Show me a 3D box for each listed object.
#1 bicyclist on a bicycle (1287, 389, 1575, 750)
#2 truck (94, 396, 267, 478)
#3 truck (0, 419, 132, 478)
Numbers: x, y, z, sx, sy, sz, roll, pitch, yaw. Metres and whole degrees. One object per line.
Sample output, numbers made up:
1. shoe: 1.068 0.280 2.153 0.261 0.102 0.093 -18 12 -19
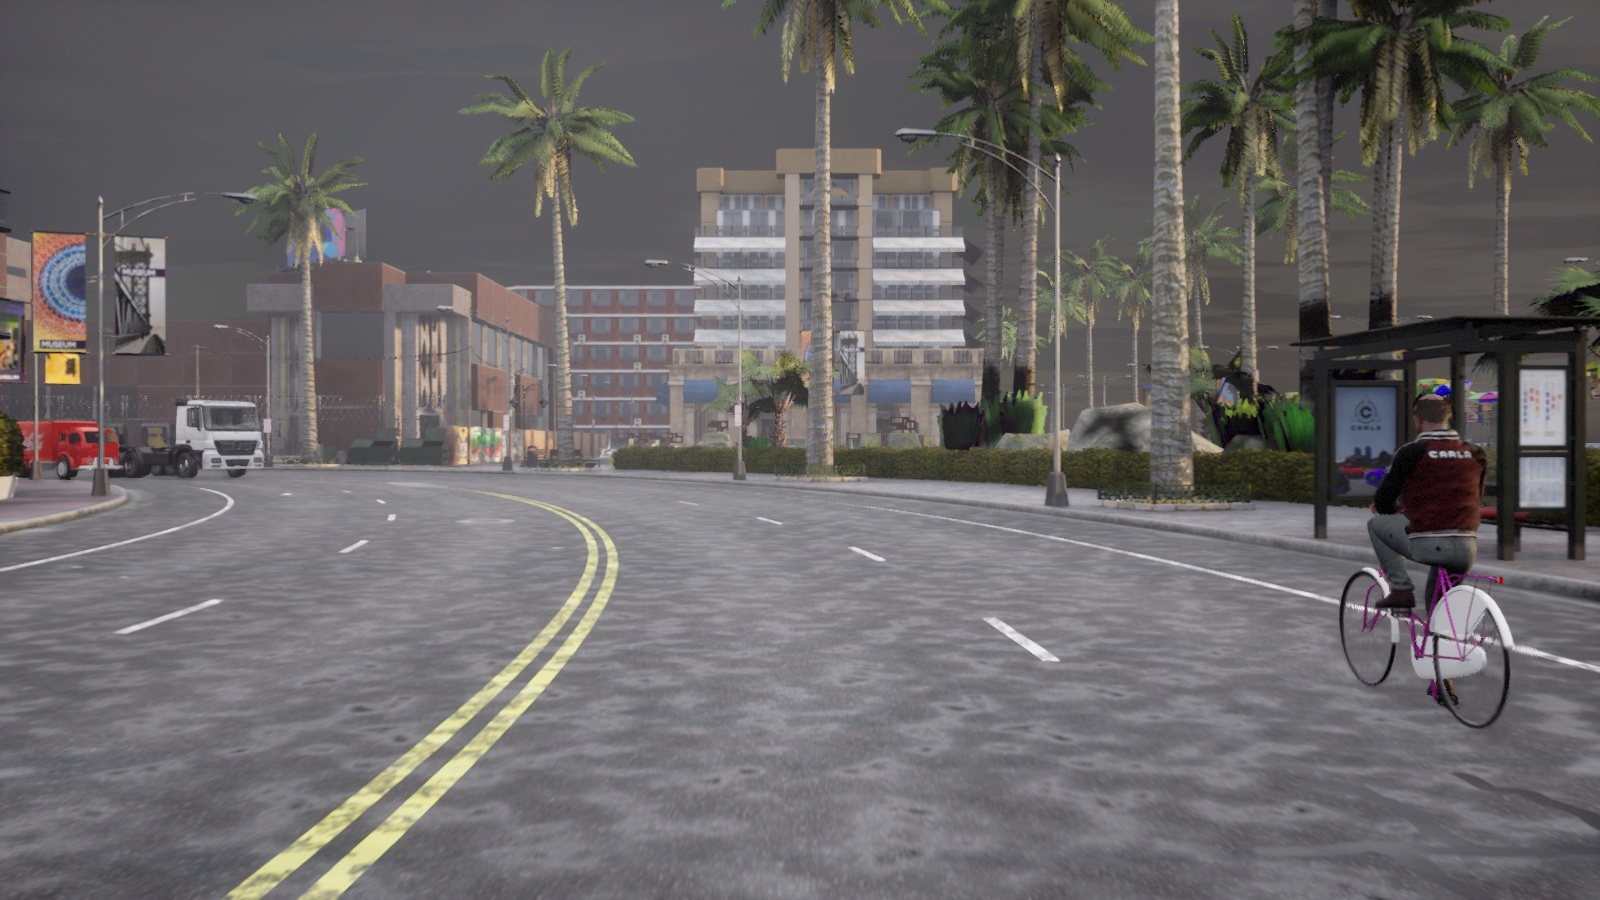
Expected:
1. bicyclist on a bicycle: 3.466 0.579 7.106 0.659 1.776 1.843 0 1 -1
2. truck: -27.666 -0.577 55.989 7.936 3.462 2.891 0 0 29
3. truck: -31.820 -0.076 54.298 5.204 2.467 2.627 0 0 26
